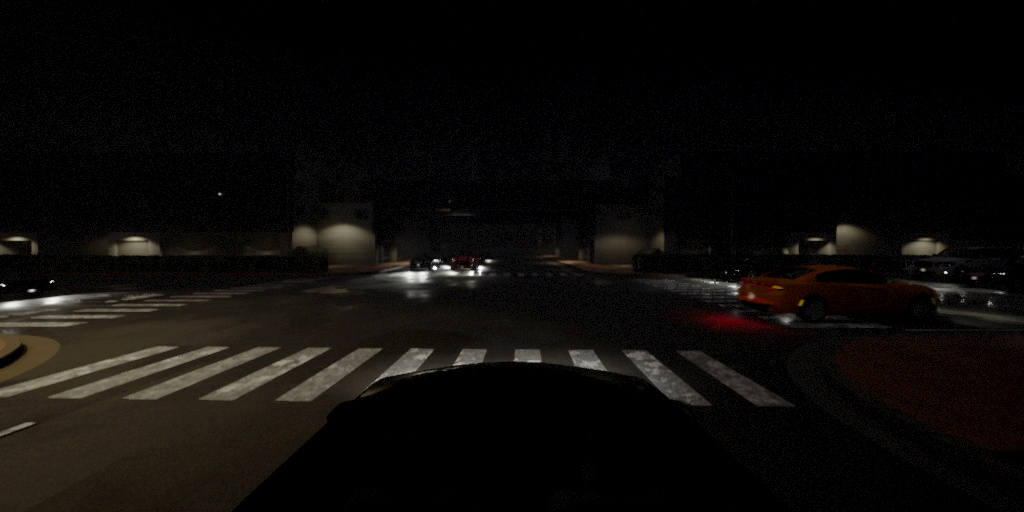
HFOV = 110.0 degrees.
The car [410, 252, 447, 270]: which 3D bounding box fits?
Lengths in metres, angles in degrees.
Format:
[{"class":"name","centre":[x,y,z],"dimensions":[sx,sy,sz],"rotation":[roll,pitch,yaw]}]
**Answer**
[{"class":"car","centre":[-7.716,0.417,32.259],"dimensions":[2.128,1.511,4.902],"rotation":[0,2,2]}]

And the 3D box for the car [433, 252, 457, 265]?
[{"class":"car","centre":[-7.647,0.271,41.526],"dimensions":[1.895,1.301,4.718],"rotation":[0,2,0]}]

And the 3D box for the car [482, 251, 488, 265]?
[{"class":"car","centre":[-4.146,0.280,41.185],"dimensions":[1.895,1.301,4.718],"rotation":[0,2,0]}]

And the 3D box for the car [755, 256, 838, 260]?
[{"class":"car","centre":[14.959,0.853,17.567],"dimensions":[4.674,1.442,1.812],"rotation":[0,2,-2]}]

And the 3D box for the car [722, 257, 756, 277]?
[{"class":"car","centre":[15.038,0.735,21.113],"dimensions":[4.892,1.490,1.837],"rotation":[0,2,0]}]

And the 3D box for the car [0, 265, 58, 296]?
[{"class":"car","centre":[-21.547,0.974,14.136],"dimensions":[5.357,1.411,2.033],"rotation":[0,2,1]}]

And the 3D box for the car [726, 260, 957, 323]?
[{"class":"car","centre":[9.381,1.001,10.481],"dimensions":[5.008,1.535,1.882],"rotation":[0,1,-3]}]

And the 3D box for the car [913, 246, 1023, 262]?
[{"class":"car","centre":[26.949,0.448,21.091],"dimensions":[5.566,2.045,2.150],"rotation":[0,2,0]}]

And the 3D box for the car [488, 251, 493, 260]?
[{"class":"car","centre":[-4.065,-0.139,55.043],"dimensions":[1.994,1.385,4.181],"rotation":[0,2,1]}]

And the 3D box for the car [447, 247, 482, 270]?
[{"class":"car","centre":[-4.171,0.279,32.191],"dimensions":[2.097,1.767,4.553],"rotation":[0,2,0]}]

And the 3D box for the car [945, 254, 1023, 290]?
[{"class":"car","centre":[25.150,0.818,17.608],"dimensions":[4.902,1.511,2.128],"rotation":[0,2,0]}]
